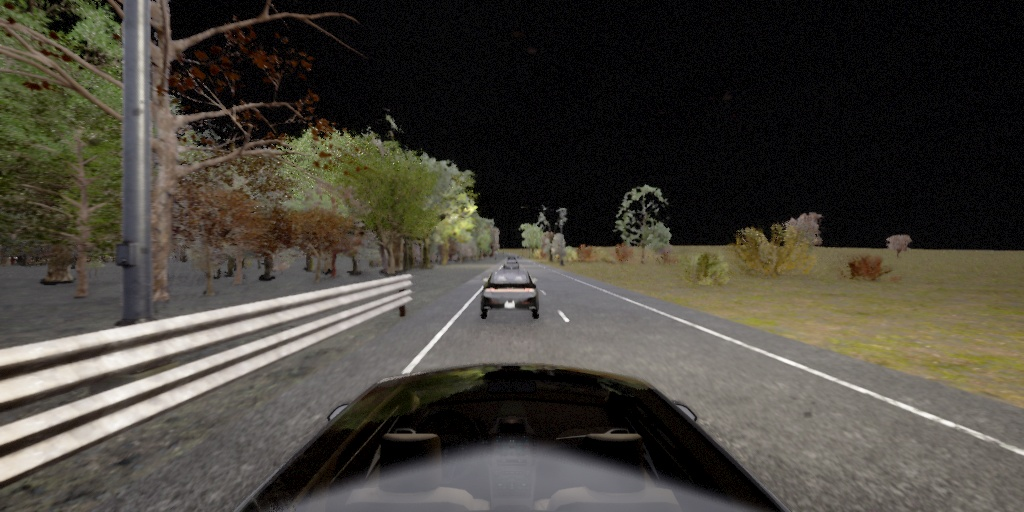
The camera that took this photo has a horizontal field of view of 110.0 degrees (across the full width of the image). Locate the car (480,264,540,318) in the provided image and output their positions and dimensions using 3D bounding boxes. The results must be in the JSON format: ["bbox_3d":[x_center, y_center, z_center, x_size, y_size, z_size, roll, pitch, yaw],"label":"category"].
[{"bbox_3d":[-0.066,1.214,12.824,2.128,1.511,4.902,0,0,0],"label":"car"}]

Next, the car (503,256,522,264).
[{"bbox_3d":[-0.073,1.126,42.829,2.128,1.511,4.902,0,0,0],"label":"car"}]
